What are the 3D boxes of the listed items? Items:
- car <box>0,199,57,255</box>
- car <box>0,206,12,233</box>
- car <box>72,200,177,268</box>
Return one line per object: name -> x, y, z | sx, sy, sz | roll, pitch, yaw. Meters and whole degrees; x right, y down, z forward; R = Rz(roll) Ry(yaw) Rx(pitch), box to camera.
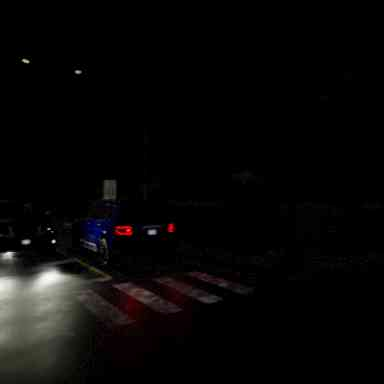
car -> -7.099, 1.325, 13.287 | 2.150, 2.045, 5.566 | 0, 0, -36
car -> -12.903, 1.702, 21.389 | 1.812, 1.442, 4.674 | 0, 0, -36
car -> -2.661, 1.299, 12.028 | 2.150, 2.045, 5.566 | 0, -1, -34
